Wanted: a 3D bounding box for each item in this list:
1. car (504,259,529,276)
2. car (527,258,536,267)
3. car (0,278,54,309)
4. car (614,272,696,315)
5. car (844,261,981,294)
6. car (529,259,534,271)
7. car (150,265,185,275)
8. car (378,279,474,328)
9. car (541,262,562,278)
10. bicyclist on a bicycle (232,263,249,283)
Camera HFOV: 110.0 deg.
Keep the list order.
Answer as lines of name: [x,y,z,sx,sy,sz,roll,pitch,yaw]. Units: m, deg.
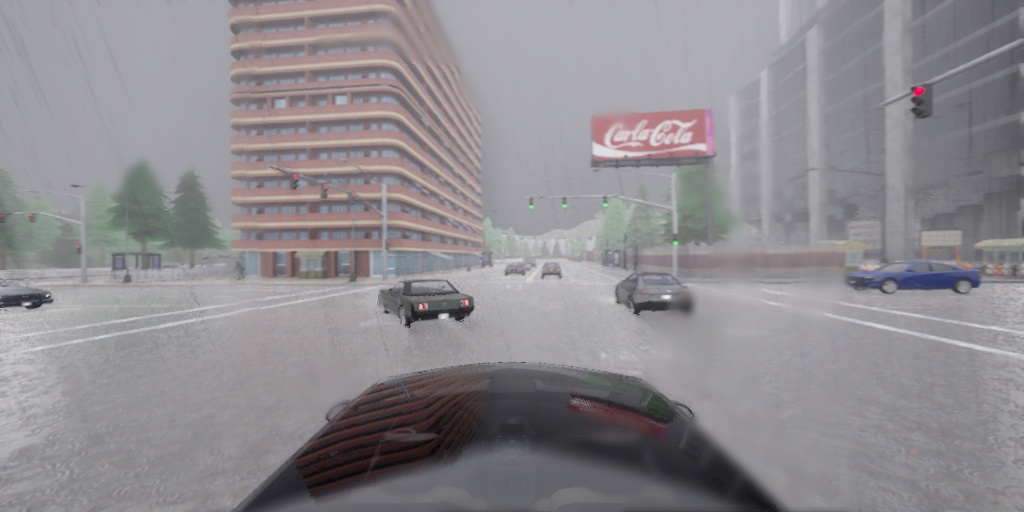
car: [0.406,1.344,37.646,1.994,1.385,4.181,-1,0,6]
car: [3.282,1.121,64.471,2.097,1.767,4.553,-1,0,6]
car: [-22.337,1.594,14.864,5.357,1.411,2.033,-1,0,7]
car: [5.091,1.260,13.300,1.994,1.385,4.181,-1,0,6]
car: [19.361,0.997,17.519,5.008,1.535,1.882,-1,0,6]
car: [1.506,1.377,48.055,1.895,1.301,4.718,-1,0,6]
car: [-42.522,1.825,44.838,2.033,1.411,5.357,-1,0,7]
car: [-3.053,1.399,11.862,1.895,1.301,4.718,-1,0,-31]
car: [3.712,1.281,33.830,2.033,1.411,5.357,-1,0,6]
bicyclist on a bicycle: [-22.286,1.362,29.410,0.582,1.620,1.656,-1,0,6]
